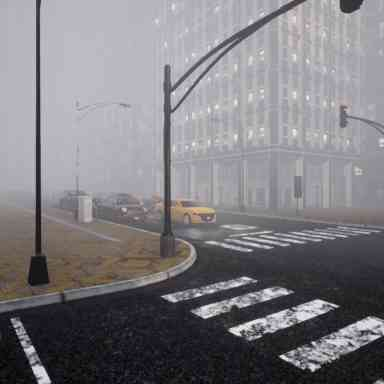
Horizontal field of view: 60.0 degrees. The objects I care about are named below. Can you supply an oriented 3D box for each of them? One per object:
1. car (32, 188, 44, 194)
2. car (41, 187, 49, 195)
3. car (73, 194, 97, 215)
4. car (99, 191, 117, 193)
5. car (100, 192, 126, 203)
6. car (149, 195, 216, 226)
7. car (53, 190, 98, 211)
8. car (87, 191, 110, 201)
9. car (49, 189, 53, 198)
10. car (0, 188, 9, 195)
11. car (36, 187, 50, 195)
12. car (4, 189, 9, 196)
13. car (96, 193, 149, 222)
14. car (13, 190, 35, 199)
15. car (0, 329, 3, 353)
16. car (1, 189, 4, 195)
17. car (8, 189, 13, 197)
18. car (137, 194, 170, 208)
[{"bbox_3d":[-39.944,-0.212,86.151,1.947,1.339,4.313,1,0,-36],"label":"car"},{"bbox_3d":[-33.457,-0.020,77.079,1.887,1.381,4.507,1,0,-36],"label":"car"},{"bbox_3d":[-7.802,1.103,26.798,1.802,1.307,4.206,1,0,-36],"label":"car"},{"bbox_3d":[-5.934,0.862,28.618,2.097,1.767,4.553,0,1,-36],"label":"car"},{"bbox_3d":[-10.849,0.707,45.468,1.752,1.417,4.829,1,0,-36],"label":"car"},{"bbox_3d":[-0.525,1.166,21.053,1.882,1.535,5.008,0,1,-36],"label":"car"},{"bbox_3d":[-11.038,0.729,31.331,2.192,1.841,5.009,1,0,-36],"label":"car"},{"bbox_3d":[-13.995,0.644,49.865,1.947,1.339,4.313,1,0,-36],"label":"car"},{"bbox_3d":[-23.048,0.379,58.047,1.812,1.442,4.674,0,1,-36],"label":"car"},{"bbox_3d":[-43.468,-0.112,76.672,1.887,1.381,4.507,1,0,-36],"label":"car"},{"bbox_3d":[-36.695,-0.356,81.614,2.192,1.841,5.009,1,0,-36],"label":"car"},{"bbox_3d":[-33.741,0.208,63.070,1.887,1.381,4.507,1,0,-36],"label":"car"},{"bbox_3d":[-4.556,1.069,22.264,1.967,1.590,4.097,1,0,-36],"label":"car"},{"bbox_3d":[-27.256,0.422,54.002,1.887,1.381,4.507,1,0,-36],"label":"car"},{"bbox_3d":[-4.387,1.440,3.432,4.097,1.590,1.967,0,0,-35],"label":"car"},{"bbox_3d":[-36.983,0.107,67.604,2.008,1.369,4.403,1,0,-36],"label":"car"},{"bbox_3d":[-30.498,0.321,58.536,2.008,1.369,4.403,1,0,-36],"label":"car"},{"bbox_3d":[-4.264,0.982,36.257,1.802,1.307,4.206,1,0,-36],"label":"car"}]
